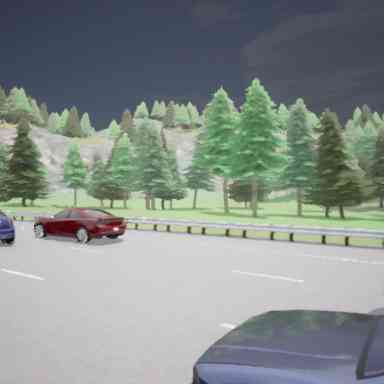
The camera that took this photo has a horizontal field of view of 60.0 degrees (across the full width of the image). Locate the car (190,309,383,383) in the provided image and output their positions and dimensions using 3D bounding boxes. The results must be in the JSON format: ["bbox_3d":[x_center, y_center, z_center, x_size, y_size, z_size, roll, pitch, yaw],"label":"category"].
[{"bbox_3d":[2.533,1.544,2.160,5.357,1.411,2.033,0,0,35],"label":"car"}]

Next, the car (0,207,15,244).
[{"bbox_3d":[-9.743,1.346,14.332,4.553,1.767,2.097,0,0,31],"label":"car"}]

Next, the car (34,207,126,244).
[{"bbox_3d":[-5.411,1.467,15.793,5.008,1.535,1.882,0,0,32],"label":"car"}]
